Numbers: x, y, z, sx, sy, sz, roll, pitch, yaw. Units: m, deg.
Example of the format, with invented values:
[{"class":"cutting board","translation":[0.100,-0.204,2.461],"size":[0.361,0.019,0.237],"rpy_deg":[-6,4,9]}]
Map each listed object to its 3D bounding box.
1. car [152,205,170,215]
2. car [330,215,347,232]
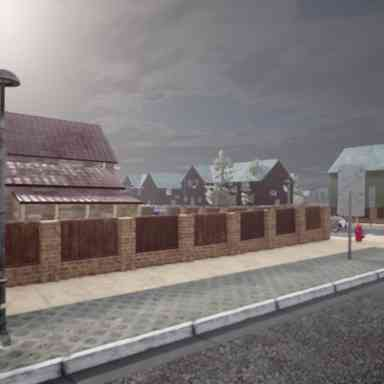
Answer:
[{"class":"car","translation":[-3.299,2.250,37.939],"size":[2.097,1.767,4.553],"rpy_deg":[2,-3,-36]},{"class":"car","translation":[7.889,1.861,22.524],"size":[2.128,1.511,4.902],"rpy_deg":[2,-3,-37]}]
